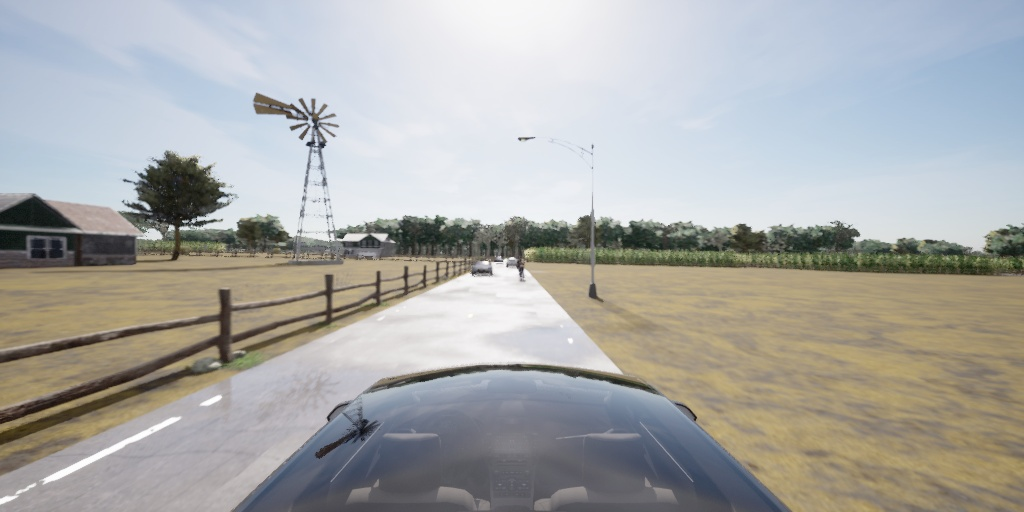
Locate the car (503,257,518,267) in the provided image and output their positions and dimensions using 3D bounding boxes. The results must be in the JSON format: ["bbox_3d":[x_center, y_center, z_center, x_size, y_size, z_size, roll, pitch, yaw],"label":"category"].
[{"bbox_3d":[0.023,1.125,57.147,1.895,1.301,4.718,0,0,0],"label":"car"}]

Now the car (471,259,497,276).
[{"bbox_3d":[-2.838,1.187,35.070,1.994,1.385,4.181,0,0,0],"label":"car"}]

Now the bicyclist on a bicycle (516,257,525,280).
[{"bbox_3d":[0.761,1.107,28.044,0.582,1.620,1.656,0,0,0],"label":"bicyclist on a bicycle"}]
